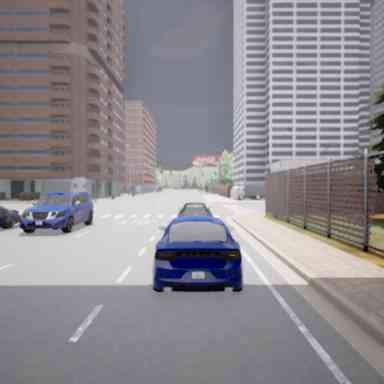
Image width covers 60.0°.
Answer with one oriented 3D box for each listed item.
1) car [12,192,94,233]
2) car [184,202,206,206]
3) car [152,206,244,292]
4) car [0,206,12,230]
[{"bbox_3d":[-6.963,1.029,17.904,2.150,2.045,5.566,0,1,0],"label":"car"},{"bbox_3d":[0.173,1.275,19.069,1.994,1.385,4.181,0,1,0],"label":"car"},{"bbox_3d":[0.123,1.346,8.613,1.882,1.535,5.008,0,1,0],"label":"car"},{"bbox_3d":[-10.481,1.302,16.178,2.033,1.411,5.357,0,1,0],"label":"car"}]
